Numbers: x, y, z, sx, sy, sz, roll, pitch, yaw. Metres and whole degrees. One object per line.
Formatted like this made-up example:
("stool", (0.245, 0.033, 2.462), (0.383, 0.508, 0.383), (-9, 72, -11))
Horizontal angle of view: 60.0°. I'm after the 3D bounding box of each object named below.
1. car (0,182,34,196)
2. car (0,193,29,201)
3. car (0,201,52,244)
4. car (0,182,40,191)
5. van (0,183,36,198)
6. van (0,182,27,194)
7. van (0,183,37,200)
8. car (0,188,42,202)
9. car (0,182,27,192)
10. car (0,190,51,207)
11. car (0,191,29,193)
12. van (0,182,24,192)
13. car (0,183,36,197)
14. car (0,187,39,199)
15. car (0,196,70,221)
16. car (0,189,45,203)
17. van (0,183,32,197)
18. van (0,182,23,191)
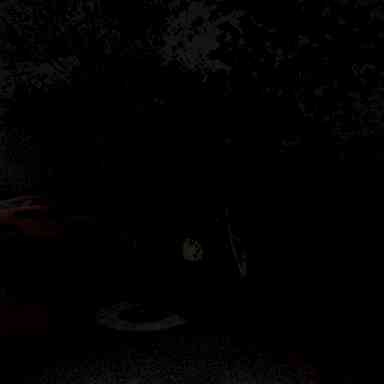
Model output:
("car", (-28.593, -0.453, 53.525), (5.566, 2.045, 2.435), (1, 1, -30))
("car", (-8.078, 1.123, 17.578), (4.553, 1.767, 2.185), (1, 2, -30))
("car", (-6.745, 1.355, 15.156), (5.008, 1.535, 2.097), (1, 2, -30))
("car", (-14.857, 0.466, 29.495), (5.566, 2.045, 2.435), (1, 2, -30))
("van", (-24.360, -0.176, 46.377), (4.442, 1.987, 1.878), (1, 1, -30))
("van", (-34.007, -0.762, 63.333), (4.442, 1.987, 1.878), (1, 1, -30))
("van", (-21.810, -0.009, 41.439), (4.442, 1.987, 1.878), (1, 1, -30))
("car", (-20.337, 0.337, 39.121), (4.792, 1.488, 2.163), (1, 1, -30))
("car", (-38.240, -1.039, 70.481), (5.566, 2.045, 2.435), (1, 1, -30))
("car", (-16.284, 0.638, 31.880), (4.792, 1.488, 2.163), (1, 2, -30))
("car", (-12.315, 0.925, 24.584), (5.366, 1.575, 1.946), (1, 2, -30))
("van", (-39.484, -1.095, 72.960), (4.442, 1.987, 1.878), (1, 1, -30))
("car", (-27.224, -0.370, 51.118), (5.566, 2.045, 2.435), (1, 1, -30))
("car", (-23.094, 0.132, 43.920), (5.008, 1.535, 2.097), (1, 1, -30))
("car", (-10.789, 1.078, 22.269), (4.674, 1.452, 2.002), (1, 2, -30))
("car", (-19.033, 0.428, 36.829), (4.792, 1.488, 2.163), (1, 2, -30))
("van", (-25.932, -0.262, 48.668), (4.442, 1.987, 1.878), (1, 1, -30))
("van", (-40.792, -1.175, 75.258), (4.442, 1.987, 1.878), (1, 1, -30))
